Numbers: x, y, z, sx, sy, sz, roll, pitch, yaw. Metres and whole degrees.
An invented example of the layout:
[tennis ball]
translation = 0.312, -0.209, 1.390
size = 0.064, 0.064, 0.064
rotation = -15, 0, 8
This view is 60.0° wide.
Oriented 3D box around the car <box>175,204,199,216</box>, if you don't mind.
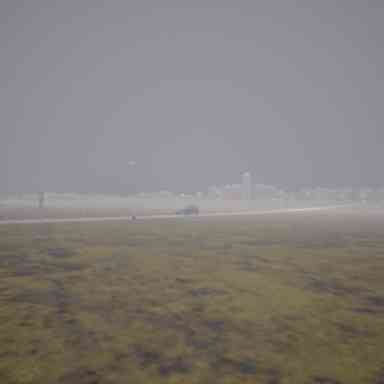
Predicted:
[car]
translation = -0.838, 3.197, 60.524
size = 2.150, 2.045, 5.566
rotation = -1, -3, 35
